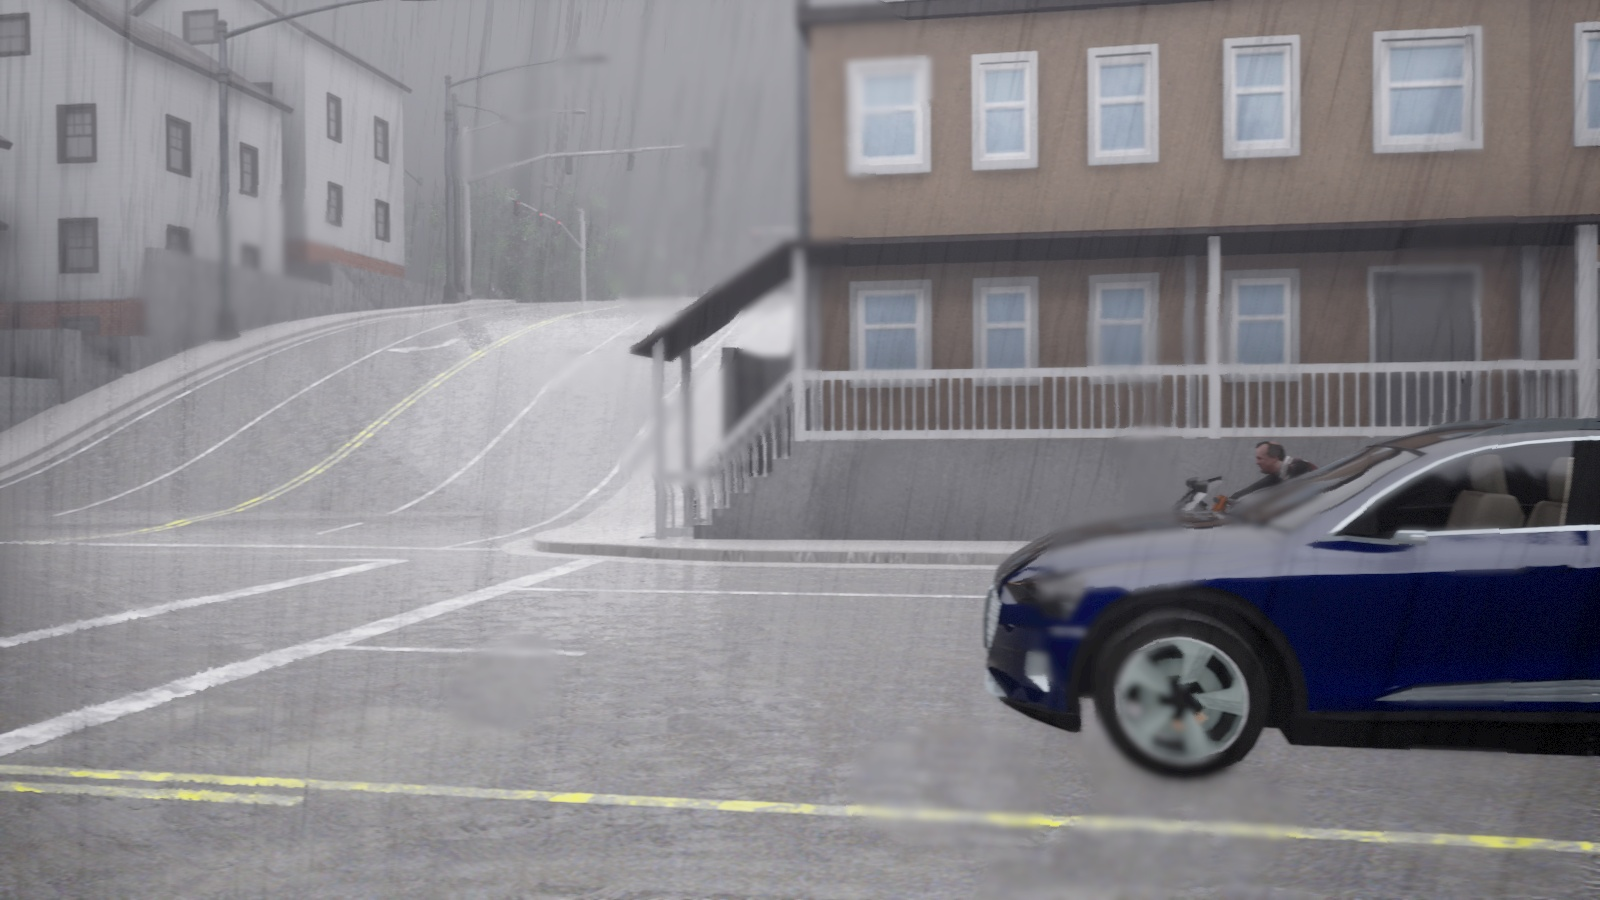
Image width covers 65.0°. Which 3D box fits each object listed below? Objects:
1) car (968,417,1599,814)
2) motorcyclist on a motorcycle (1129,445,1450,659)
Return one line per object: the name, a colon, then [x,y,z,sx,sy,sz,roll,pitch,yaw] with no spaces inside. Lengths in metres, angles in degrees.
car: [3.336,0.675,6.250,4.856,1.649,2.033,0,1,11]
motorcyclist on a motorcycle: [3.697,0.733,9.708,2.191,1.530,0.866,0,1,12]
